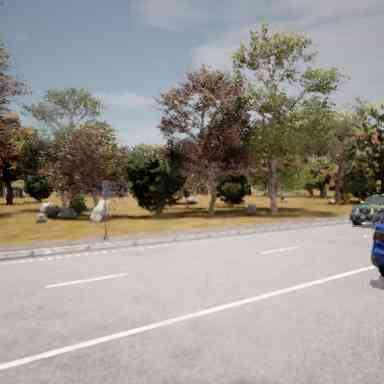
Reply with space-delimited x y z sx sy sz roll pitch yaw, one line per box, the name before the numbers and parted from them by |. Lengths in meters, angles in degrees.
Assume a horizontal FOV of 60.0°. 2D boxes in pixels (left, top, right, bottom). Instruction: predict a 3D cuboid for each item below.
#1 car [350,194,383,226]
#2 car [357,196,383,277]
car | 12.518 1.156 21.513 5.566 2.045 2.150 0 0 -35
car | 6.873 1.191 8.650 5.566 2.045 2.150 0 0 -36
